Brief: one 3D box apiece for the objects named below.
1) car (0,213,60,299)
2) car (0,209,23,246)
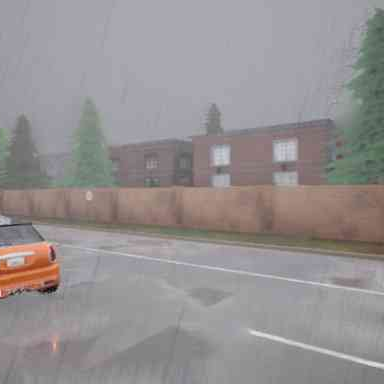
[{"bbox_3d":[-5.103,1.374,7.653,4.553,1.767,2.097,0,0,36],"label":"car"},{"bbox_3d":[-9.982,1.571,15.623,4.674,1.442,1.812,0,0,37],"label":"car"}]
